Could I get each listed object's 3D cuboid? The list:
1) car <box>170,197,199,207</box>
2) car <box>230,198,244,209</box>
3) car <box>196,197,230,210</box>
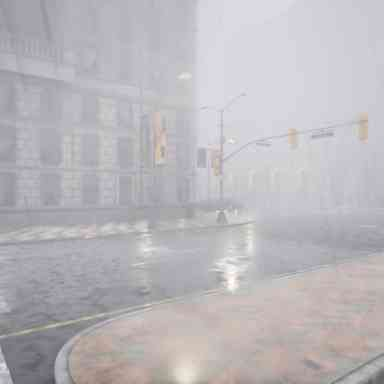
[{"bbox_3d":[-1.229,1.548,53.262,2.033,1.411,5.357,0,0,-35],"label":"car"},{"bbox_3d":[4.900,1.505,44.684,1.837,1.490,4.892,0,0,-36],"label":"car"},{"bbox_3d":[2.339,1.564,42.252,1.994,1.385,4.181,0,0,-36],"label":"car"}]
